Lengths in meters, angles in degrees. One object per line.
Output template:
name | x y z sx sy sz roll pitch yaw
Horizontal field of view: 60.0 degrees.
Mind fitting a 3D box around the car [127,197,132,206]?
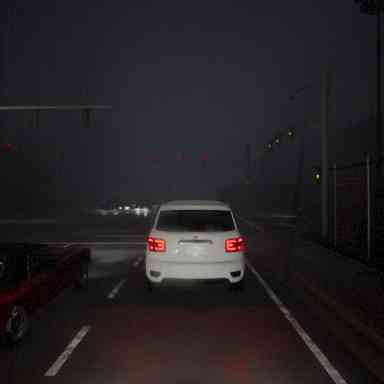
car | -10.525 1.491 53.818 2.128 1.511 4.902 0 0 0

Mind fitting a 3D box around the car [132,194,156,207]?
car | -7.027 1.491 49.056 2.128 1.511 4.902 0 0 0

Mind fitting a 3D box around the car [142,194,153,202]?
car | -10.405 1.326 77.842 2.097 1.767 4.553 0 0 0

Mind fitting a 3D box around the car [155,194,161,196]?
car | -7.005 1.525 58.315 1.812 1.442 4.674 0 0 0

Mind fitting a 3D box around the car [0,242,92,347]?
car | -3.435 1.601 6.249 1.895 1.301 4.718 0 0 1

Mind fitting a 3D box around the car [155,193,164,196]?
car | -6.916 1.221 69.028 2.150 2.045 5.566 0 0 0

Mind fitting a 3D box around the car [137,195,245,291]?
car | 0.083 1.221 9.175 2.150 2.045 5.566 0 0 0

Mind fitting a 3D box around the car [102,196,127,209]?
car | -10.540 1.352 44.665 2.097 1.767 4.553 0 0 0

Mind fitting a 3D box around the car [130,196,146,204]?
car | -10.459 1.492 64.883 2.128 1.511 4.902 0 0 1

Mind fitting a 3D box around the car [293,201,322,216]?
car | 12.406 1.581 32.742 4.674 1.442 1.812 0 0 -2
